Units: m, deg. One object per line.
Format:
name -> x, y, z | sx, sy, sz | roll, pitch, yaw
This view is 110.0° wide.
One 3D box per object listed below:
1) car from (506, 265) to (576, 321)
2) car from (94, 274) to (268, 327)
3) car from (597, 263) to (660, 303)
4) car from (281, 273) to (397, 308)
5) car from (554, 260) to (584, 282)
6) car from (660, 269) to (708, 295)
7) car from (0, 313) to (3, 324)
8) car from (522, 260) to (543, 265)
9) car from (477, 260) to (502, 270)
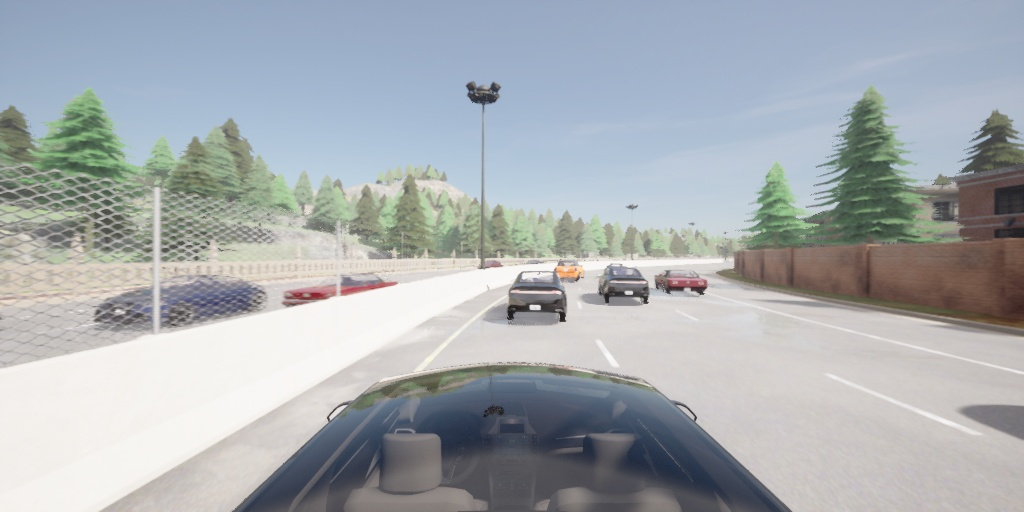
car -> 0.942, 1.245, 12.540 | 2.128, 1.511, 4.902 | 0, 0, 7
car -> -9.930, 1.268, 11.250 | 1.994, 1.385, 4.181 | 0, 0, 6
car -> 5.110, 1.263, 16.789 | 2.128, 1.511, 4.902 | 0, 0, 10
car -> -6.214, 1.321, 13.530 | 1.895, 1.301, 4.718 | 0, 0, 8
car -> 4.815, 1.121, 29.981 | 2.097, 1.767, 4.553 | 0, 0, 17
car -> 9.310, 1.391, 20.188 | 1.895, 1.301, 4.718 | 0, 0, 12
car -> -13.749, 1.251, 7.136 | 1.994, 1.385, 4.181 | 0, 0, 3
car -> 3.104, 1.284, 52.713 | 1.812, 1.442, 4.674 | 0, 0, 29
car -> -2.955, 1.257, 48.621 | 1.812, 1.442, 4.674 | 0, 0, 26
